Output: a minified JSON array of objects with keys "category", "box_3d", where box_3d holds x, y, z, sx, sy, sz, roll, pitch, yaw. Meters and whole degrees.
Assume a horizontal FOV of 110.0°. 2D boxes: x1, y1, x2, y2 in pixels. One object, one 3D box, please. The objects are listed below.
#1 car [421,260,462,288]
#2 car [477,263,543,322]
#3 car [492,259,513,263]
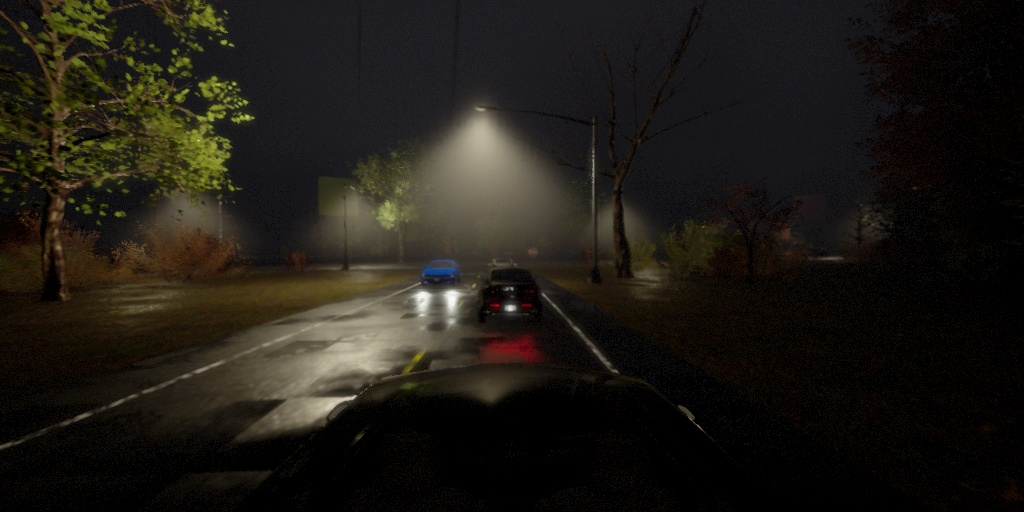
[{"category":"car","box_3d":[-4.126,0.963,21.520,1.882,1.535,5.008,0,1,-3]},{"category":"car","box_3d":[-0.091,1.116,11.749,1.837,1.490,4.892,0,0,-1]},{"category":"car","box_3d":[-0.676,0.929,25.638,1.837,1.490,4.892,0,1,-3]}]
